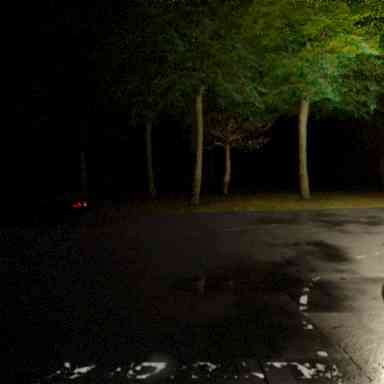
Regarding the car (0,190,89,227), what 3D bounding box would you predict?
[{"bbox_3d":[-9.385,0.993,20.890,5.566,2.045,2.150,-2,3,-1],"label":"car"}]
